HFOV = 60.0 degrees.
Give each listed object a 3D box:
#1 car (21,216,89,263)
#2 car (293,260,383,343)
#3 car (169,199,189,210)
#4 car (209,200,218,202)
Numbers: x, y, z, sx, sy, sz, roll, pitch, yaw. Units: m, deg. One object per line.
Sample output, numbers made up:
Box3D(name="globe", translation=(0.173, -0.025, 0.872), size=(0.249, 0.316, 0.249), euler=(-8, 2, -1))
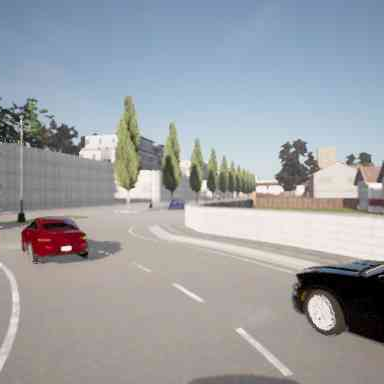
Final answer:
Box3D(name="car", translation=(-5.236, 1.643, 12.521), size=(1.812, 1.442, 4.674), euler=(0, 0, -32))
Box3D(name="car", translation=(3.773, 1.507, 4.558), size=(1.882, 1.535, 5.008), euler=(-1, 0, -36))
Box3D(name="car", translation=(-1.894, 1.778, 50.821), size=(2.097, 1.767, 4.553), euler=(0, 0, 16))
Box3D(name="car", translation=(3.922, 2.075, 58.351), size=(1.895, 1.301, 4.718), euler=(0, 0, 16))
